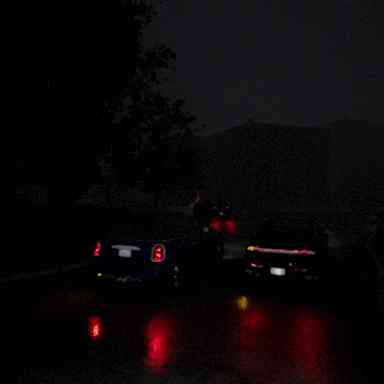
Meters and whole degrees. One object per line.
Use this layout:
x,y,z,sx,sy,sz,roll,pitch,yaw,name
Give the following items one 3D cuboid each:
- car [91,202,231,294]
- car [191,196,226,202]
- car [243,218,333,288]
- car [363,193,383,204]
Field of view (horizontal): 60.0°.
-0.650,1.334,9.212,2.097,1.767,4.553,0,1,22,car
1.480,1.327,26.267,2.128,1.511,4.902,0,1,-15,car
2.820,1.478,9.410,2.128,1.511,4.902,0,1,23,car
26.690,0.867,47.131,2.185,1.767,4.553,-1,1,-24,car
